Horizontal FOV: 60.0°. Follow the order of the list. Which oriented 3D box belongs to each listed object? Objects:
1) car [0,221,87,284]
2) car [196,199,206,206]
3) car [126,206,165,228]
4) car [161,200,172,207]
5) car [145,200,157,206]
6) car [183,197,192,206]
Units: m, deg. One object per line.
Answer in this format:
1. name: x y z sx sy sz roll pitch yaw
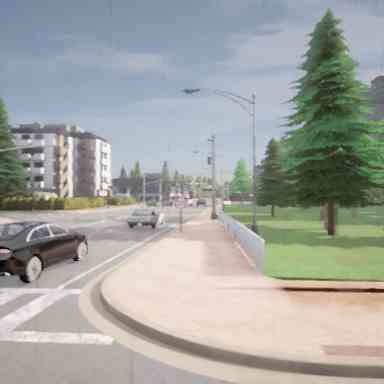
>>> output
1. car: -4.843 1.633 10.101 2.128 1.511 4.902 0 -1 6
2. car: 2.242 2.404 79.462 2.097 1.767 4.553 0 -1 6
3. car: -3.338 1.940 24.837 1.895 1.301 4.718 0 -1 6
4. car: -5.467 2.514 72.884 2.128 1.511 4.902 0 -1 6
5. car: -8.930 2.496 73.418 1.837 1.490 4.892 0 -1 6
6. car: -1.234 2.280 79.880 2.150 2.045 5.566 0 -1 6
